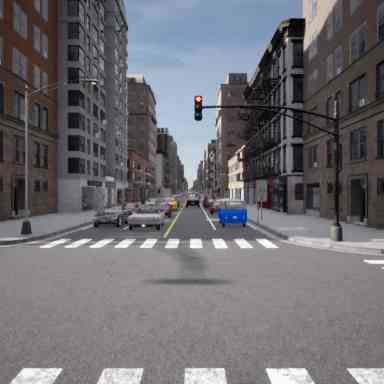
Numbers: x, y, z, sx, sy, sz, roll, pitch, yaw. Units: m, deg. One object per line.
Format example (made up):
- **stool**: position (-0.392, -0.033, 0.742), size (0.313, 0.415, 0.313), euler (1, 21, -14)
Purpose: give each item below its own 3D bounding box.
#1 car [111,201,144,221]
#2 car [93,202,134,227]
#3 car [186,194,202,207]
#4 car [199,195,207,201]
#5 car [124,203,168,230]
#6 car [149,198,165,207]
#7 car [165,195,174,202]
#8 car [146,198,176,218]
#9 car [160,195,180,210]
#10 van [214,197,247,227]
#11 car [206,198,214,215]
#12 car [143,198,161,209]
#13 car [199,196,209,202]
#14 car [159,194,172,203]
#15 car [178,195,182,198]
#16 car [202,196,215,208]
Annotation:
- **car**: position (-5.365, 1.543, 28.130), size (1.887, 1.381, 4.507), euler (0, 0, 0)
- **car**: position (-5.370, 1.550, 22.448), size (2.008, 1.369, 4.403), euler (0, 0, 0)
- **car**: position (0.151, 1.468, 50.357), size (1.882, 1.535, 5.008), euler (0, 0, 0)
- **car**: position (2.706, 1.531, 84.945), size (1.947, 1.339, 4.313), euler (0, 0, 0)
- **car**: position (-2.803, 1.600, 21.155), size (1.895, 1.301, 4.718), euler (0, 0, -1)
- **car**: position (-5.347, 1.556, 50.858), size (1.947, 1.339, 4.313), euler (0, 0, 0)
- **car**: position (-5.324, 1.410, 79.266), size (1.967, 1.590, 4.097), euler (0, 0, 0)
- **car**: position (-2.822, 1.562, 30.299), size (1.994, 1.385, 4.181), euler (0, 0, 0)
- **car**: position (-2.811, 1.474, 39.946), size (1.882, 1.535, 5.008), euler (0, 0, 0)
- **van**: position (2.655, 1.340, 22.450), size (1.690, 1.788, 3.998), euler (0, 0, 0)
- **car**: position (2.664, 1.580, 33.813), size (1.802, 1.307, 4.206), euler (0, 0, 0)
- **car**: position (-5.352, 1.520, 45.006), size (1.752, 1.417, 4.829), euler (0, 0, 0)
- **car**: position (2.696, 1.524, 73.582), size (2.008, 1.369, 4.403), euler (0, 0, 0)
- **car**: position (-5.333, 1.293, 67.903), size (2.192, 1.841, 5.009), euler (0, 0, 0)
- **car**: position (-2.770, 1.592, 50.051), size (1.895, 1.301, 4.718), euler (0, 0, 0)
- **car**: position (2.674, 1.576, 45.176), size (1.802, 1.307, 4.206), euler (0, 0, 0)
